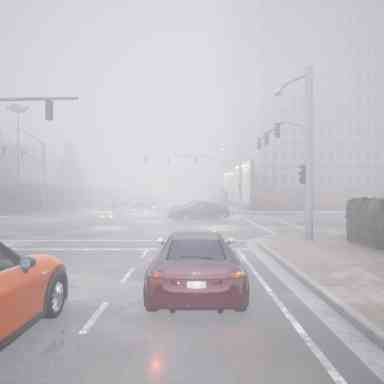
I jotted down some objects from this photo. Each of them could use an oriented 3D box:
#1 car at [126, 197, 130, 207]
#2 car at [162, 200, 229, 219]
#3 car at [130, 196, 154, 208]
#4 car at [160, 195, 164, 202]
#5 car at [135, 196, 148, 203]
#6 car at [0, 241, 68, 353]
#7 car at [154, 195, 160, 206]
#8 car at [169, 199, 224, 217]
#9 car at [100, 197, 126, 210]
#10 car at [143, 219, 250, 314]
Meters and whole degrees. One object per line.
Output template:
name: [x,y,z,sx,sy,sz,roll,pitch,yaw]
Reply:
car: [-10.508,1.477,52.701,1.882,1.535,5.008,0,0,0]
car: [0.481,1.507,26.160,5.008,1.535,1.882,0,-1,-24]
car: [-7.012,1.352,47.151,2.097,1.767,4.553,0,0,0]
car: [-6.894,1.351,68.829,2.097,1.767,4.553,0,0,0]
car: [-10.396,1.601,68.256,1.895,1.301,4.718,0,0,0]
car: [-3.432,1.352,4.547,2.097,1.767,4.553,0,0,1]
car: [-6.995,1.505,56.093,1.837,1.490,4.892,0,0,0]
car: [0.434,1.504,31.461,5.008,1.535,1.882,0,0,0]
car: [-10.535,1.491,43.553,2.128,1.511,4.902,0,0,1]
car: [0.090,1.564,7.720,1.994,1.385,4.181,0,0,0]
